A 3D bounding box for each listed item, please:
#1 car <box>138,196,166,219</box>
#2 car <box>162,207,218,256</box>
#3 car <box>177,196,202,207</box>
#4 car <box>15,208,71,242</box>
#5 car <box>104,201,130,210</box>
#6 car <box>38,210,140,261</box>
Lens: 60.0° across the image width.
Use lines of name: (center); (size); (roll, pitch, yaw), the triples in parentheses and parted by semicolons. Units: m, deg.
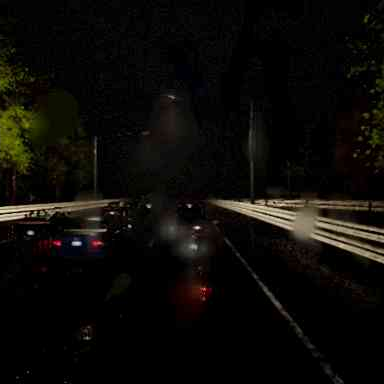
car: (-3.752, 1.387, 31.467); (2.150, 2.045, 5.566); (0, 0, -1)
car: (0.013, 1.571, 13.417); (1.837, 1.490, 4.892); (0, 0, 0)
car: (-0.254, 1.387, 31.563); (2.150, 2.045, 5.566); (0, 0, -1)
car: (-7.018, 1.574, 16.855); (2.128, 1.511, 4.902); (0, 0, -1)
car: (-7.279, 1.678, 32.495); (1.837, 1.490, 4.892); (0, 0, -1)
car: (-3.479, 1.608, 12.495); (2.033, 1.411, 5.357); (0, 0, 0)
